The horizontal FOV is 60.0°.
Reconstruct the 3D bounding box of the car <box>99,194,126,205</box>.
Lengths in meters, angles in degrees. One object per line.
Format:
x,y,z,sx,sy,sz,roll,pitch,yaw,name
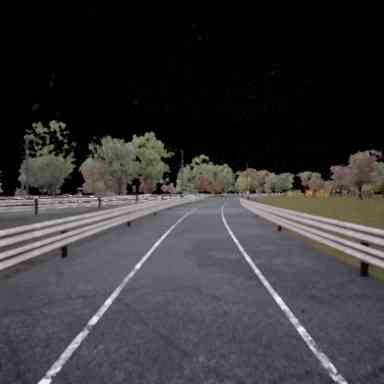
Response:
-11.833,1.348,51.020,1.895,1.301,4.718,0,0,16,car

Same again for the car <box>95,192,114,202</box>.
-14.090,0.968,55.662,2.150,2.045,5.566,0,0,16,car

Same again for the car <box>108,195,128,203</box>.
-14.679,1.352,66.070,1.994,1.385,4.181,0,0,17,car

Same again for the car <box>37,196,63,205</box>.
-20.178,1.267,46.886,1.812,1.442,4.674,0,0,16,car

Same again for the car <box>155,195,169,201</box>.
-7.054,1.379,78.760,1.994,1.385,4.181,0,0,18,car

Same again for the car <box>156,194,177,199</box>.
-5.579,1.308,71.836,1.837,1.490,4.892,0,0,17,car
